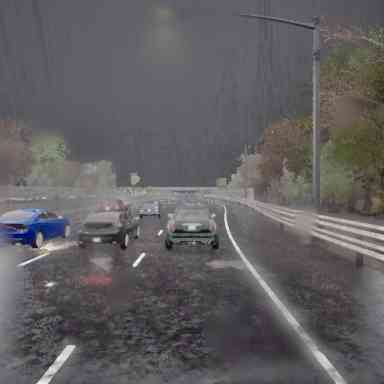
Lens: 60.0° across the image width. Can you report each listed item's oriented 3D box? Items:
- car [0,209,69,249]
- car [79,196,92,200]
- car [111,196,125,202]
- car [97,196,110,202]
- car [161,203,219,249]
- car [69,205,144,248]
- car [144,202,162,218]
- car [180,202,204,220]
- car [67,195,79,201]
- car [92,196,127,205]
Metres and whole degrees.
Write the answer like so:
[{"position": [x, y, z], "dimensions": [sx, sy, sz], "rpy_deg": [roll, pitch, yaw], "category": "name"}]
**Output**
[{"position": [-7.000, 1.484, 14.651], "dimensions": [1.882, 1.535, 5.008], "rpy_deg": [0, 0, 0], "category": "car"}, {"position": [-24.500, 1.654, 78.838], "dimensions": [1.895, 1.301, 4.718], "rpy_deg": [0, 0, 0], "category": "car"}, {"position": [-17.500, 1.598, 78.868], "dimensions": [2.033, 1.411, 5.357], "rpy_deg": [0, 0, 0], "category": "car"}, {"position": [-21.000, 1.654, 78.838], "dimensions": [1.895, 1.301, 4.718], "rpy_deg": [0, 0, 0], "category": "car"}, {"position": [0.000, 1.366, 14.621], "dimensions": [2.097, 1.767, 4.553], "rpy_deg": [0, 0, 0], "category": "car"}, {"position": [-3.500, 1.516, 14.651], "dimensions": [1.837, 1.490, 4.892], "rpy_deg": [0, 0, 0], "category": "car"}, {"position": [-3.500, 1.572, 29.651], "dimensions": [2.033, 1.411, 5.357], "rpy_deg": [0, 0, 0], "category": "car"}, {"position": [0.000, 1.626, 29.681], "dimensions": [1.895, 1.301, 4.718], "rpy_deg": [0, 0, 0], "category": "car"}, {"position": [-28.000, 1.536, 78.868], "dimensions": [1.882, 1.535, 5.008], "rpy_deg": [0, 0, 0], "category": "car"}, {"position": [-7.000, 1.375, 29.621], "dimensions": [2.097, 1.767, 4.553], "rpy_deg": [0, 0, 0], "category": "car"}]
